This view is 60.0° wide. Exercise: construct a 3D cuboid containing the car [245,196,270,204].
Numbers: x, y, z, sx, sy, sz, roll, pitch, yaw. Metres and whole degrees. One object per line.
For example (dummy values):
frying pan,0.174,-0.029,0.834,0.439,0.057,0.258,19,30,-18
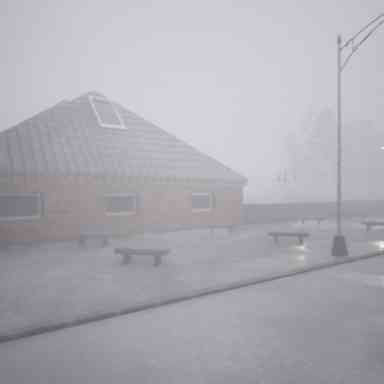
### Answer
car,11.325,1.476,58.090,1.837,1.490,4.892,0,0,-36
